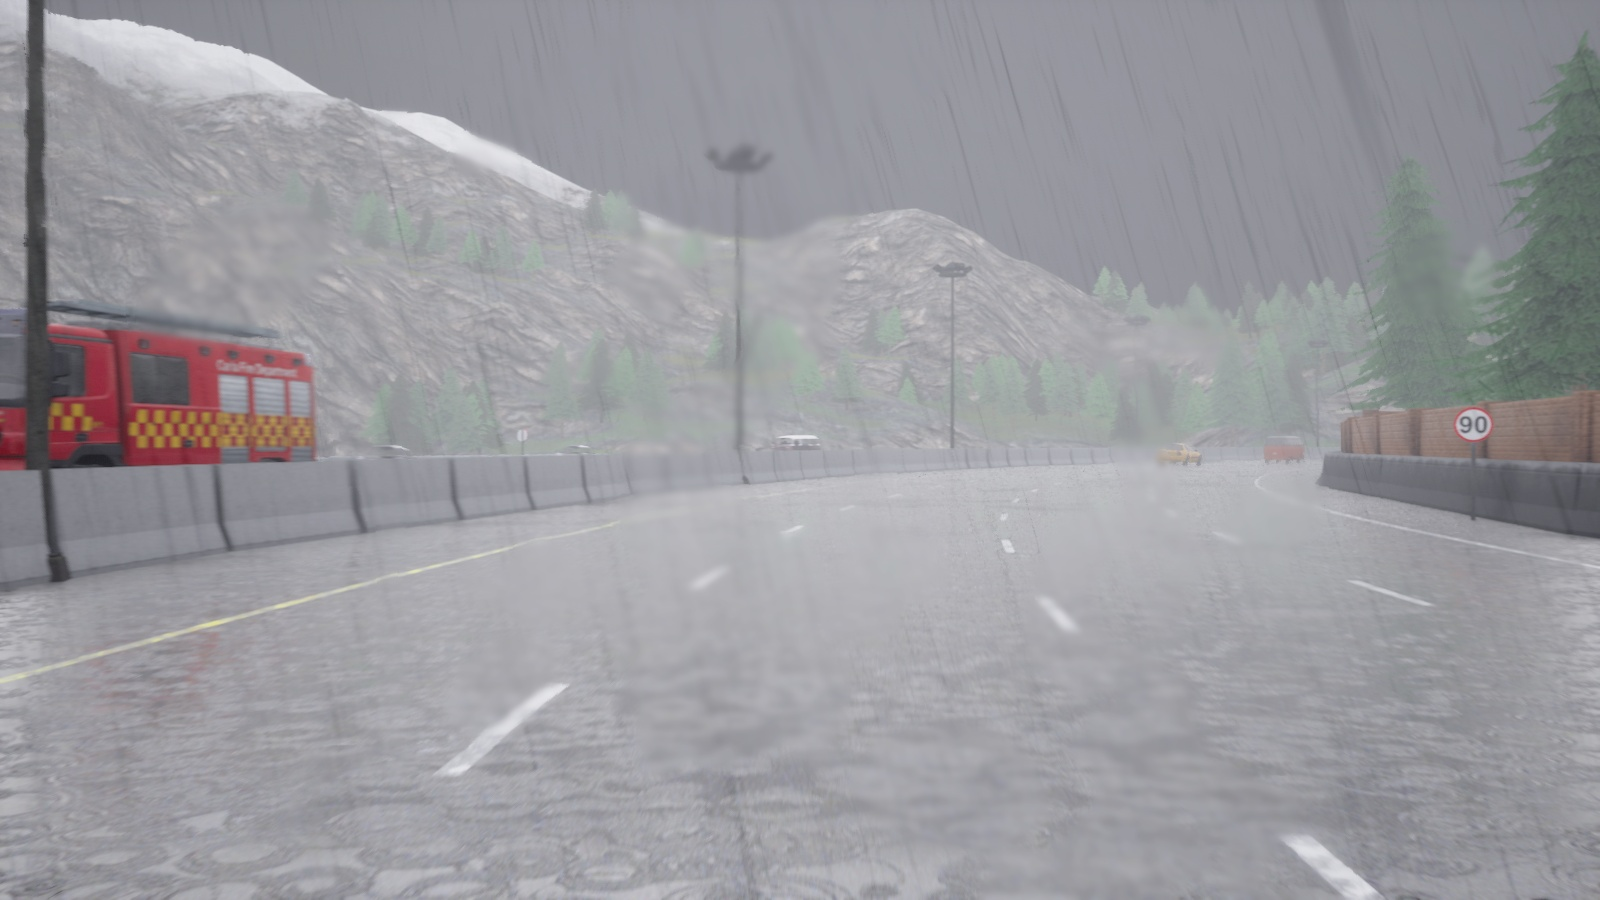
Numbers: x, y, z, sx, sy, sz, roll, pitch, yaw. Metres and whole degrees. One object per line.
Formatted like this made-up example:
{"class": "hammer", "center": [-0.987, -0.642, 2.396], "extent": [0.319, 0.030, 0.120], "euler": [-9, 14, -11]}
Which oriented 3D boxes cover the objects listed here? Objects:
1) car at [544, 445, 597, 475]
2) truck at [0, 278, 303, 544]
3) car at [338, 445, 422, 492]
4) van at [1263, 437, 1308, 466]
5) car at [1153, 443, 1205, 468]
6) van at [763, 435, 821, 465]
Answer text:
{"class": "car", "center": [-10.573, 0.442, 57.901], "extent": [1.481, 1.376, 2.207], "euler": [0, 0, 20]}
{"class": "truck", "center": [-12.371, -0.583, 22.092], "extent": [2.891, 3.827, 8.468], "euler": [0, 0, 8]}
{"class": "car", "center": [-12.797, 0.544, 38.374], "extent": [1.481, 1.376, 2.207], "euler": [0, 0, 13]}
{"class": "van", "center": [34.746, 0.114, 89.843], "extent": [1.775, 1.987, 4.442], "euler": [0, 0, 38]}
{"class": "car", "center": [24.786, 0.311, 81.947], "extent": [1.801, 1.575, 5.366], "euler": [1, 0, 33]}
{"class": "van", "center": [-0.519, -0.021, 87.588], "extent": [2.069, 2.038, 4.480], "euler": [0, 0, 30]}
